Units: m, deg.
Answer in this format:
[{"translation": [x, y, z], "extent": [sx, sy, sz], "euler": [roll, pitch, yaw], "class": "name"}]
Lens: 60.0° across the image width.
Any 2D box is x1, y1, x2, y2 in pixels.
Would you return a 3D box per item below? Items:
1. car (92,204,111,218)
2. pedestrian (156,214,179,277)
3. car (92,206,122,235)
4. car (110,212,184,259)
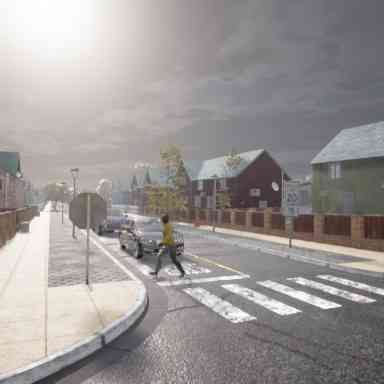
[{"translation": [-13.137, 2.714, 48.171], "extent": [2.097, 1.767, 4.553], "euler": [1, -2, -23], "class": "car"}, {"translation": [-0.683, 1.468, 9.266], "extent": [0.375, 1.860, 0.375], "euler": [0, 0, -23], "class": "pedestrian"}, {"translation": [-5.615, 1.940, 23.028], "extent": [2.097, 1.767, 4.553], "euler": [1, -2, -23], "class": "car"}, {"translation": [-1.868, 1.819, 14.227], "extent": [2.128, 1.511, 4.902], "euler": [1, -2, -23], "class": "car"}]
